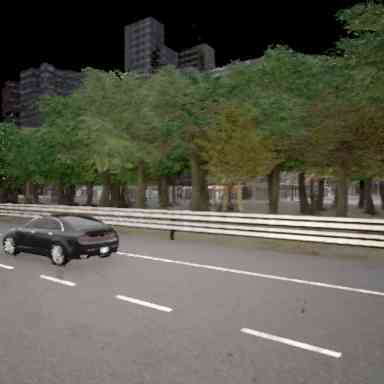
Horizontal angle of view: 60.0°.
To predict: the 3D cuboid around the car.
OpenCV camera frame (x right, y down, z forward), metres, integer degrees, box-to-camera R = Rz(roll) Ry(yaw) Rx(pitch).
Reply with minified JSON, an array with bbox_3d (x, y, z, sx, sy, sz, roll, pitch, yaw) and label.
[{"bbox_3d":[-4.620,1.507,11.474,4.892,1.490,1.837,0,0,36],"label":"car"}]
